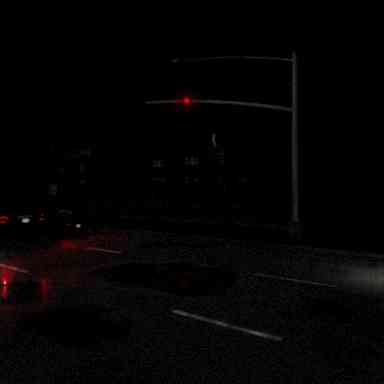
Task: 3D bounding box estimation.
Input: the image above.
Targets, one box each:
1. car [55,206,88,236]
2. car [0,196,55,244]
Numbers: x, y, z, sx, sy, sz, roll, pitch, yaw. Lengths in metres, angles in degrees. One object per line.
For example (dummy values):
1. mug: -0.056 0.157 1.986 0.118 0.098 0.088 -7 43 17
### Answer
1. car: -7.554 1.498 17.959 4.674 1.442 1.812 0 0 35
2. car: -8.623 1.195 14.440 5.566 2.045 2.150 0 0 35
